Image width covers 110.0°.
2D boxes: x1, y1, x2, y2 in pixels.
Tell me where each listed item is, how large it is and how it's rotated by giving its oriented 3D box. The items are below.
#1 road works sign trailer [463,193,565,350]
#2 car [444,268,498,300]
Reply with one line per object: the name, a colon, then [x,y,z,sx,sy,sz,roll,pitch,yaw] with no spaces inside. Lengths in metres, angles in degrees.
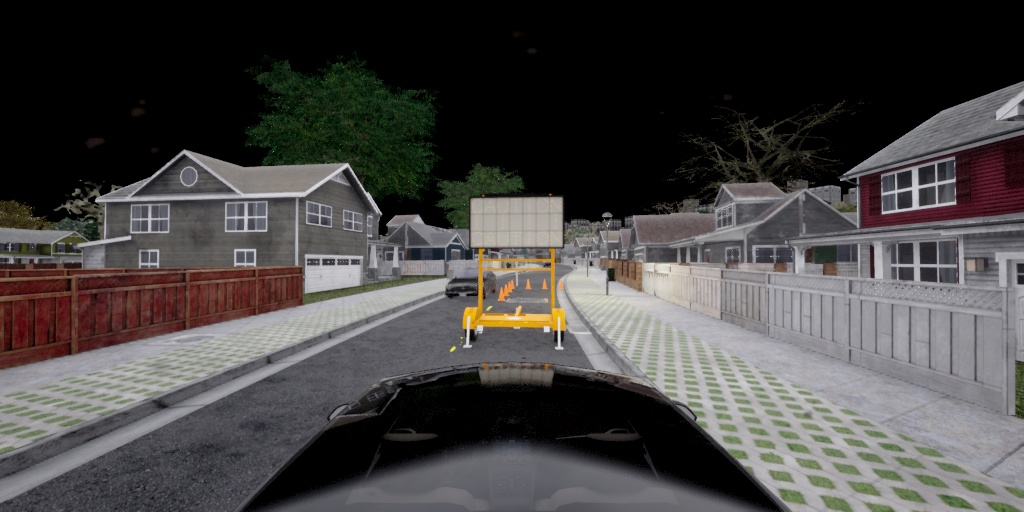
road works sign trailer: [0.130,0.219,9.167,2.380,3.560,2.880,0,0,5]
car: [-1.885,1.317,18.280,2.033,1.411,5.357,0,0,6]
